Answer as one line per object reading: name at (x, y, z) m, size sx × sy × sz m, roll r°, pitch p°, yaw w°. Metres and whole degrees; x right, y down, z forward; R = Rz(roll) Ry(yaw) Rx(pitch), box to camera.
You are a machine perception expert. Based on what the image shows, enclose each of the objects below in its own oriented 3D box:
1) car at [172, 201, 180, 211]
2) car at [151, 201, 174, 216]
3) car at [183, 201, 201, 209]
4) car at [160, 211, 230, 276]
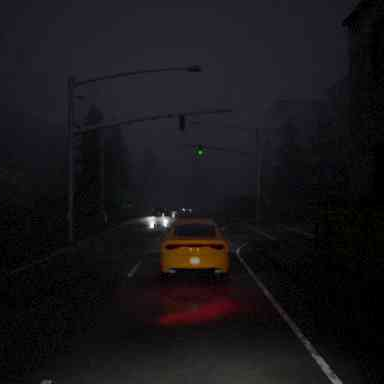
car at (-2.985, 2.096, 48.697) m, size 1.812 × 1.442 × 4.674 m, roll 0°, pitch -1°, yaw 9°
car at (-3.555, 2.054, 38.711) m, size 1.895 × 1.301 × 4.718 m, roll 0°, pitch -1°, yaw 1°
car at (-0.006, 2.252, 58.793) m, size 1.994 × 1.385 × 4.181 m, roll 0°, pitch -1°, yaw 26°
car at (0.080, 1.605, 10.815) m, size 1.882 × 1.535 × 5.008 m, roll 0°, pitch -1°, yaw 0°
